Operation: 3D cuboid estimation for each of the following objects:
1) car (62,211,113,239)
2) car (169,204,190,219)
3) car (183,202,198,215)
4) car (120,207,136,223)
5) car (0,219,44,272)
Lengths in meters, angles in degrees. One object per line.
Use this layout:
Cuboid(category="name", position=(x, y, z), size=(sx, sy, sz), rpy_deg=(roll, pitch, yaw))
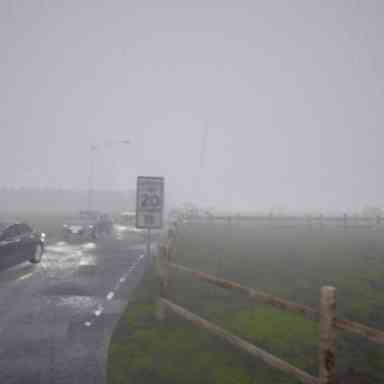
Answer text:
Cuboid(category="car", position=(-6.117, 1.880, 19.944), size=(2.128, 1.511, 4.902), rpy_deg=(2, -2, 1))
Cuboid(category="car", position=(-1.800, 2.620, 42.641), size=(1.837, 1.490, 4.892), rpy_deg=(1, -1, 6))
Cuboid(category="car", position=(-0.380, 2.685, 54.309), size=(2.150, 2.045, 5.566), rpy_deg=(1, -2, 8))
Cuboid(category="car", position=(-5.594, 2.218, 32.560), size=(1.882, 1.535, 5.008), rpy_deg=(2, -2, 4))
Cuboid(category="car", position=(-6.069, 1.624, 9.917), size=(1.837, 1.490, 4.892), rpy_deg=(2, -2, -2))
